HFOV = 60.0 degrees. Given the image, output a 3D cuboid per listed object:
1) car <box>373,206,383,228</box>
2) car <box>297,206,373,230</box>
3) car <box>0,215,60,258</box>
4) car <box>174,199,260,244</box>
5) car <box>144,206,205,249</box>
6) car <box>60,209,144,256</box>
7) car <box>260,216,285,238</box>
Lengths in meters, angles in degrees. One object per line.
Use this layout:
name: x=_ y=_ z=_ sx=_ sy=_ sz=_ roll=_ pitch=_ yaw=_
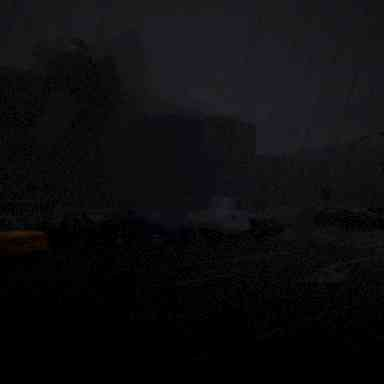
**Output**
car: x=12.536 y=1.834 z=25.358 sx=5.366 sy=1.575 sz=1.946 roll=0 pitch=-2 yaw=35
car: x=9.955 y=1.828 z=23.726 sx=4.674 sy=1.452 sz=2.002 roll=-1 pitch=-1 yaw=35
car: x=-7.199 y=1.502 z=11.722 sx=5.366 sy=1.575 sz=1.946 roll=-1 pitch=-1 yaw=35
car: x=0.215 y=1.360 z=16.827 sx=5.566 sy=2.045 sz=2.435 roll=-1 pitch=-1 yaw=35
car: x=-2.189 y=1.574 z=15.085 sx=5.008 sy=1.535 sz=2.097 roll=-1 pitch=-2 yaw=35
car: x=-4.613 y=1.539 z=13.343 sx=4.892 sy=1.521 sz=2.231 roll=-1 pitch=-1 yaw=35
car: x=2.667 y=1.654 z=18.550 sx=4.892 sy=1.521 sz=2.231 roll=-1 pitch=-2 yaw=34
